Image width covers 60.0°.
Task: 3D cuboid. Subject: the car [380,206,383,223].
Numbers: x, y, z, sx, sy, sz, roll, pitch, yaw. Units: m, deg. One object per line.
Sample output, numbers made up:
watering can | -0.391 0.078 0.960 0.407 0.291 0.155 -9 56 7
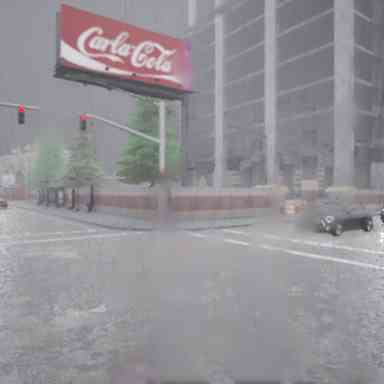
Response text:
car | 15.689 1.206 23.750 5.566 2.045 2.150 0 0 -35

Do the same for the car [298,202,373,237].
car | 7.874 1.342 18.203 4.553 1.767 2.097 0 0 -36

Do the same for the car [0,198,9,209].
car | -26.541 1.525 45.744 1.812 1.442 4.674 0 0 -35
